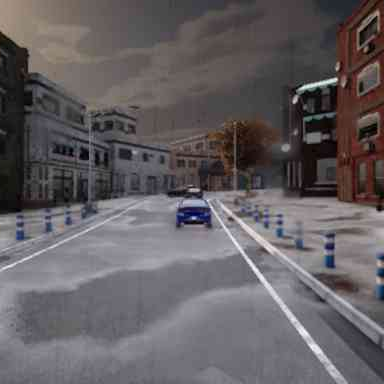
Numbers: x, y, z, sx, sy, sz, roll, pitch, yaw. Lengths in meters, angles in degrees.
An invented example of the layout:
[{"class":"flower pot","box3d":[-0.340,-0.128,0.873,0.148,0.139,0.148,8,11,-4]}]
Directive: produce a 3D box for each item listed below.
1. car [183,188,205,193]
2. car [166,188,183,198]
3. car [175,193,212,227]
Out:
[{"class":"car","box3d":[0.387,0.276,38.039,1.882,1.535,5.008,0,3,4]},{"class":"car","box3d":[-1.843,0.051,46.402,1.895,1.301,4.718,0,2,21]},{"class":"car","box3d":[0.099,1.065,19.251,1.882,1.535,5.008,0,2,0]}]
